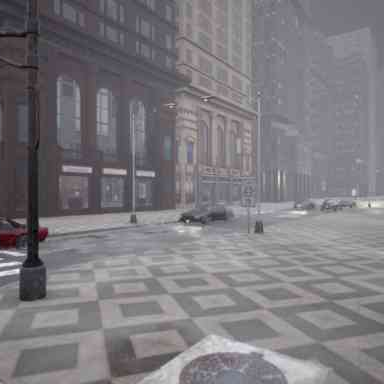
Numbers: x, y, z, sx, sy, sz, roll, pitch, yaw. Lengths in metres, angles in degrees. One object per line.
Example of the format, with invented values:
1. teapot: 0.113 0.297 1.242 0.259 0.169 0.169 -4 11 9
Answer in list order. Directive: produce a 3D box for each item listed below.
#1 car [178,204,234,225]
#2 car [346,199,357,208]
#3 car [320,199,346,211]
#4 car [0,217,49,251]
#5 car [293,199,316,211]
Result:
1. car: 1.240 1.616 24.841 2.033 1.411 5.357 0 0 36
2. car: 23.736 1.702 50.766 2.033 1.411 5.357 0 0 36
3. car: 17.832 1.655 42.523 1.812 1.442 4.674 0 0 36
4. car: -7.876 1.621 12.112 1.895 1.301 4.718 0 0 36
5. car: 14.828 1.625 43.685 2.128 1.511 4.902 0 0 36
